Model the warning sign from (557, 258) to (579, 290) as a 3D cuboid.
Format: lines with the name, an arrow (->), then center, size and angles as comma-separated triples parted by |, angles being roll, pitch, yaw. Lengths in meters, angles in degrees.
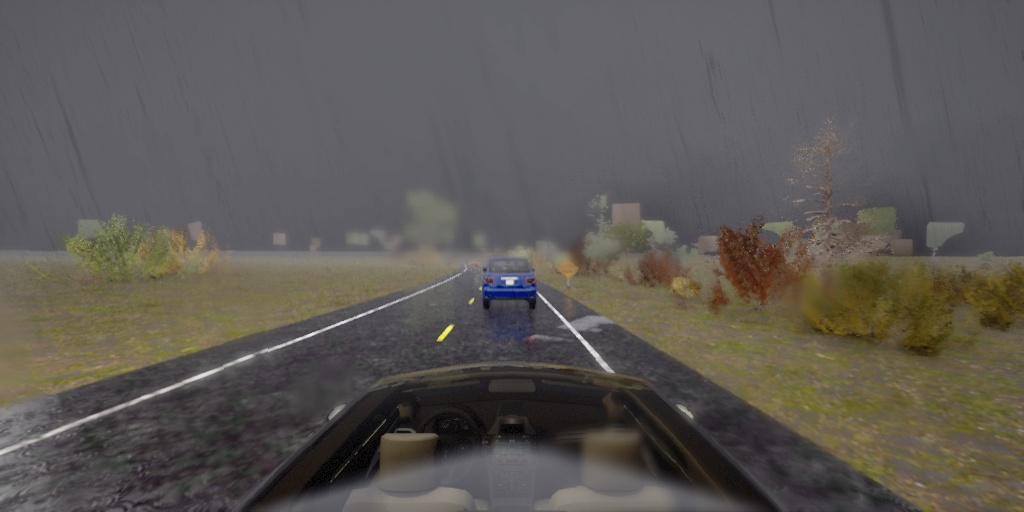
warning sign -> 3.291, 1.031, 21.032 | 1.300, 1.860, 1.060 | 0, 0, -2

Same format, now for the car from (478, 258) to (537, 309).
car -> -0.134, 1.092, 15.963 | 2.150, 2.045, 5.566 | 0, 0, -1
